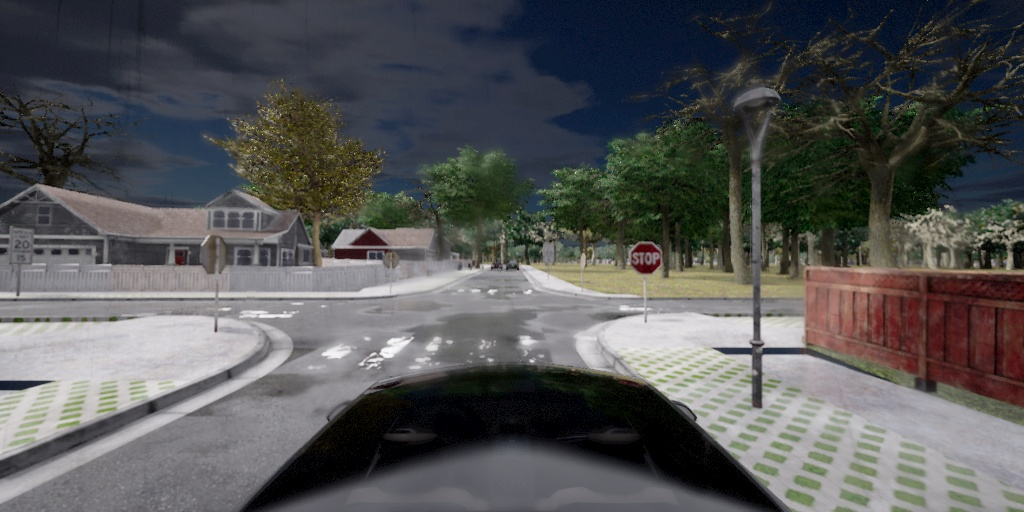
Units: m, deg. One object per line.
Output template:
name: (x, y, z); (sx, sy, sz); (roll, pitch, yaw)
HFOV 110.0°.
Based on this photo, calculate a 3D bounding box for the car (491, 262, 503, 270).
car: (-2.639, 1.705, 63.149); (1.994, 1.385, 4.181); (0, 0, 0)

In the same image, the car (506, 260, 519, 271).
car: (0.101, 1.454, 58.531); (2.097, 1.767, 4.553); (0, 0, 0)
